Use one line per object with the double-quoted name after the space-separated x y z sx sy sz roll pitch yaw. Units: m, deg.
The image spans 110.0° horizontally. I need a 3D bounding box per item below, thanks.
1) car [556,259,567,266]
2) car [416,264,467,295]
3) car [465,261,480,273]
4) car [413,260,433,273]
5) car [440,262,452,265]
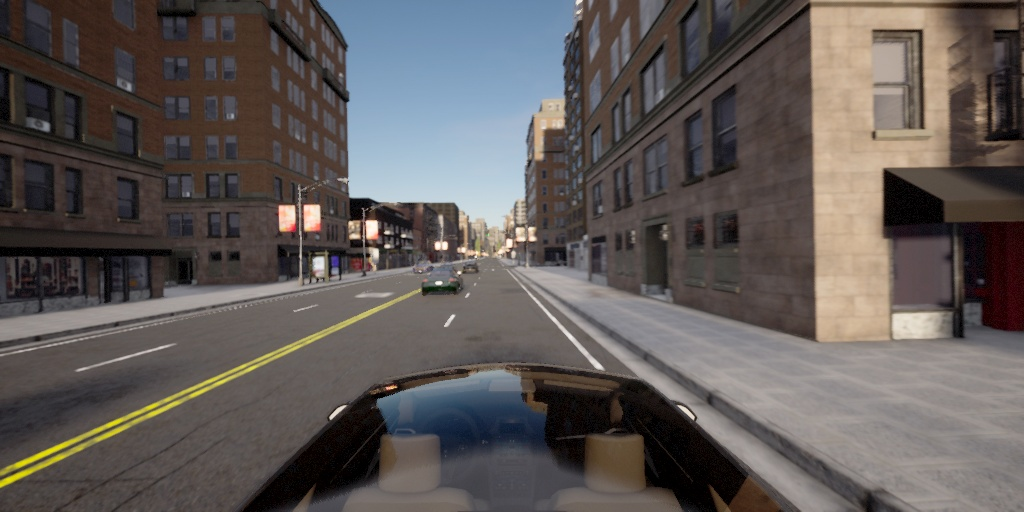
9.670 1.150 61.634 4.313 1.339 1.948 0 0 -2 "car"
-3.955 1.403 20.881 1.994 1.385 4.181 -1 0 -3 "car"
-5.116 1.380 45.065 1.837 1.490 4.892 -1 0 -3 "car"
-11.883 1.376 48.120 2.097 1.767 4.553 -1 0 -3 "car"
-8.636 1.519 48.401 1.994 1.385 4.181 -1 0 -3 "car"
